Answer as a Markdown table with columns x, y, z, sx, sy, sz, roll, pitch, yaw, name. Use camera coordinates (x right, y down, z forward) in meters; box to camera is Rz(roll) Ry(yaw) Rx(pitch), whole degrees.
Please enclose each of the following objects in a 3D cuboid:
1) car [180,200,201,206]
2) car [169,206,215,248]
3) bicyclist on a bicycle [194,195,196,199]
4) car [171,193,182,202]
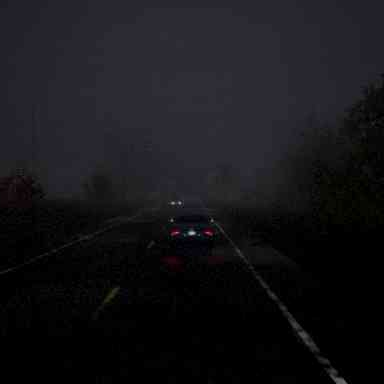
| x | y | z | sx | sy | sz | roll | pitch | yaw | name |
| --- | --- | --- | --- | --- | --- | --- | --- | --- | --- |
| 0.000 | 1.622 | 29.684 | 1.895 | 1.301 | 4.718 | 0 | 0 | 0 | car |
| 0.000 | 1.562 | 14.652 | 2.033 | 1.411 | 5.357 | 0 | 0 | 0 | car |
| 0.962 | 1.549 | 94.155 | 0.582 | 1.620 | 1.656 | 0 | 0 | 0 | bicyclist on a bicycle |
| -3.499 | 1.241 | 75.930 | 2.150 | 2.045 | 5.566 | 0 | 0 | 0 | car |
